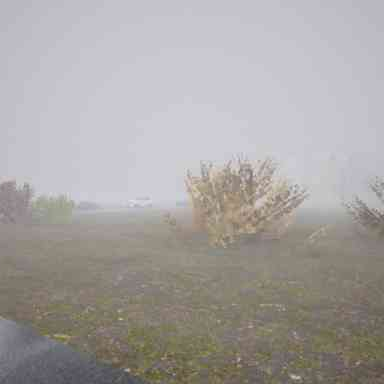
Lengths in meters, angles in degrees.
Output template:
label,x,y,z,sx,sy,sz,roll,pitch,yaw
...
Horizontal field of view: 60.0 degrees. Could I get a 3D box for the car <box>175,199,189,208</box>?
label,x,y,z,sx,sy,sz,roll,pitch,yaw
car,-0.974,2.032,60.415,1.882,1.535,5.008,-1,-1,36

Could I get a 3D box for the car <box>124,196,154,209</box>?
label,x,y,z,sx,sy,sz,roll,pitch,yaw
car,-8.800,1.746,55.711,2.150,2.045,5.566,-1,-1,36

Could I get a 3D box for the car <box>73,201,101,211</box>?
label,x,y,z,sx,sy,sz,roll,pitch,yaw
car,-15.369,1.950,46.599,2.033,1.411,5.357,-1,-1,36
